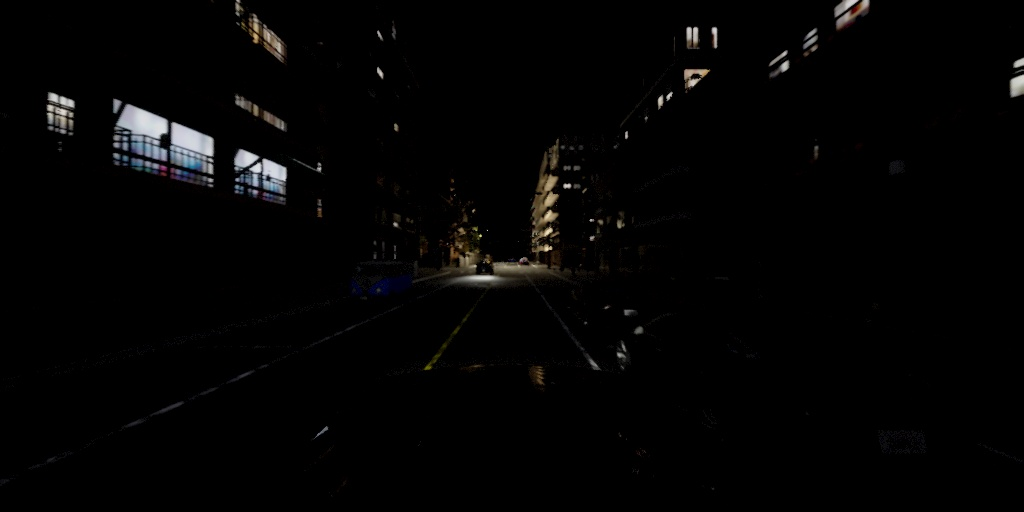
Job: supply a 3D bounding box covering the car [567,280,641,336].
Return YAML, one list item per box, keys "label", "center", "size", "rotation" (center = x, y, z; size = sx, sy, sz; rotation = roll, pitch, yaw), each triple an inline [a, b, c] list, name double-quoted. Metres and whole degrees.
- label: "car"
  center: [2.694, 1.328, 10.215]
  size: [1.948, 1.339, 4.313]
  rotation: [0, 0, 0]

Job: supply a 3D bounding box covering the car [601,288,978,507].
- label: "car"
  center: [2.693, 1.320, 4.552]
  size: [1.948, 1.339, 4.313]
  rotation: [0, 0, 0]

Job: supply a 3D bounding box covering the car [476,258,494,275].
- label: "car"
  center: [-3.009, 1.311, 40.557]
  size: [2.128, 1.511, 4.902]
  rotation: [0, 0, 0]

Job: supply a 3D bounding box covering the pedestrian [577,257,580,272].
- label: "pedestrian"
  center: [8.147, 1.015, 43.997]
  size: [0.375, 1.860, 0.375]
  rotation: [0, 0, 0]

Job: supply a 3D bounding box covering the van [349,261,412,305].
- label: "van"
  center: [-5.685, 1.111, 15.877]
  size: [1.690, 1.789, 3.998]
  rotation: [0, 0, 0]

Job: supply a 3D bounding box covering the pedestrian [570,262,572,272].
- label: "pedestrian"
  center: [7.146, 1.262, 43.396]
  size: [0.375, 1.300, 0.375]
  rotation: [0, 0, 0]

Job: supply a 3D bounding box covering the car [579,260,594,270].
- label: "car"
  center: [13.465, 1.461, 58.579]
  size: [5.009, 1.841, 2.192]
  rotation: [0, 0, -1]

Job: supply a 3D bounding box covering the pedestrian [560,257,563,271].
- label: "pedestrian"
  center: [6.147, 0.967, 44.598]
  size: [0.375, 1.860, 0.375]
  rotation: [0, 0, 0]
